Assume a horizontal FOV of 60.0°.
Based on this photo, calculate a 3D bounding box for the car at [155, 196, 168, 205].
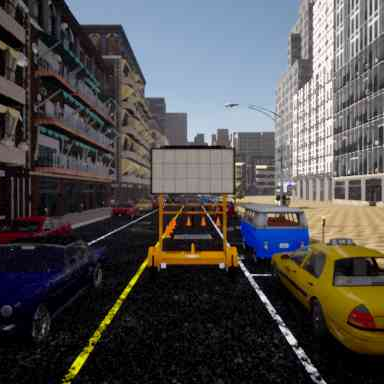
[{"bbox_3d":[-5.540,1.504,61.388,1.967,1.590,4.097,0,0,0],"label":"car"}]

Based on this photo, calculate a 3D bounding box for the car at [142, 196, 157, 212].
[{"bbox_3d":[-5.596,1.557,39.113,1.752,1.417,4.829,0,0,0],"label":"car"}]

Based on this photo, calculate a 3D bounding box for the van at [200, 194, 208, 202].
[{"bbox_3d":[2.881,1.437,77.948,1.690,1.788,3.998,0,0,0],"label":"van"}]

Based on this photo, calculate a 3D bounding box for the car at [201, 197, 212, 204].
[{"bbox_3d":[2.855,1.640,66.894,1.947,1.339,4.313,0,0,0],"label":"car"}]

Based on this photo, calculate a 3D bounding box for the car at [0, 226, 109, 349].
[{"bbox_3d":[-3.085,1.603,6.389,1.895,1.301,4.718,0,0,0],"label":"car"}]

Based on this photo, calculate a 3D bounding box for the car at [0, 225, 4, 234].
[{"bbox_3d":[-5.680,1.527,5.952,1.752,1.417,4.829,0,0,0],"label":"car"}]

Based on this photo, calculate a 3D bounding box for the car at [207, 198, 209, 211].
[{"bbox_3d":[2.771,1.551,33.904,1.752,1.417,4.829,0,0,0],"label":"car"}]

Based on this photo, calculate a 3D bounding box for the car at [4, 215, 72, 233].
[{"bbox_3d":[-5.665,1.549,11.648,1.887,1.381,4.507,0,0,0],"label":"car"}]

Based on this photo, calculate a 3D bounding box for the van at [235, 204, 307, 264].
[{"bbox_3d":[2.714,1.346,11.627,1.690,1.788,3.998,0,0,0],"label":"van"}]

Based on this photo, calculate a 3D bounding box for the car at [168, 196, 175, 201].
[{"bbox_3d":[-5.470,1.703,89.020,1.802,1.307,4.206,0,0,0],"label":"car"}]

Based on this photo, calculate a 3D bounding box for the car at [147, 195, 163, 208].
[{"bbox_3d":[-5.583,1.353,44.809,2.192,1.841,5.009,0,0,0],"label":"car"}]

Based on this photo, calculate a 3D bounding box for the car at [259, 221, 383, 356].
[{"bbox_3d":[2.701,1.528,6.271,1.752,1.417,4.829,0,0,0],"label":"car"}]

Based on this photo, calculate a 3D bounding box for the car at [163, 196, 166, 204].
[{"bbox_3d":[-5.567,1.597,50.335,2.008,1.369,4.403,0,0,0],"label":"car"}]

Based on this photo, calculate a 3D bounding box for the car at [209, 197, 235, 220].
[{"bbox_3d":[2.756,1.459,28.207,1.967,1.590,4.097,0,0,0],"label":"car"}]

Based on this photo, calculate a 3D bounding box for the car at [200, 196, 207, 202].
[{"bbox_3d":[2.897,1.634,83.643,1.752,1.417,4.829,0,0,0],"label":"car"}]

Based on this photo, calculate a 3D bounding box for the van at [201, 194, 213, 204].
[{"bbox_3d":[2.825,1.396,55.841,1.690,1.788,3.998,0,0,0],"label":"van"}]

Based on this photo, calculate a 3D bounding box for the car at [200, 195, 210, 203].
[{"bbox_3d":[2.868,1.525,72.420,1.967,1.590,4.097,0,0,0],"label":"car"}]

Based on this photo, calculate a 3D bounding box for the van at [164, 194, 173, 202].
[{"bbox_3d":[-5.499,1.437,77.969,1.690,1.788,3.998,0,0,0],"label":"van"}]

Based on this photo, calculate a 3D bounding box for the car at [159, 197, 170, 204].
[{"bbox_3d":[-5.525,1.639,66.915,1.947,1.339,4.313,0,0,0],"label":"car"}]

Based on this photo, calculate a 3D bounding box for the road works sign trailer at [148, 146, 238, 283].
[{"bbox_3d":[0.024,0.468,9.632,2.380,3.560,2.880,0,0,0],"label":"road works sign trailer"}]

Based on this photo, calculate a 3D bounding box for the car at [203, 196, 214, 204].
[{"bbox_3d":[2.798,1.621,44.787,1.802,1.307,4.206,0,0,0],"label":"car"}]

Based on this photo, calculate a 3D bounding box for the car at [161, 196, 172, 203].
[{"bbox_3d":[-5.512,1.629,72.441,1.887,1.381,4.507,0,0,0],"label":"car"}]

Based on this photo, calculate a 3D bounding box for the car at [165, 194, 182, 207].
[{"bbox_3d":[-2.864,1.268,53.465,2.150,2.045,5.566,0,0,0],"label":"car"}]

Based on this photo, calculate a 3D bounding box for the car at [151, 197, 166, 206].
[{"bbox_3d":[-5.553,1.605,55.862,2.008,1.369,4.403,0,0,0],"label":"car"}]

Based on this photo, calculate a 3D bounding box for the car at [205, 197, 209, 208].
[{"bbox_3d":[2.785,1.614,39.261,1.802,1.307,4.206,0,0,0],"label":"car"}]

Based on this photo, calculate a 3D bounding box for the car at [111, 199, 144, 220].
[{"bbox_3d":[-5.624,1.564,28.229,1.887,1.381,4.507,0,0,0],"label":"car"}]
